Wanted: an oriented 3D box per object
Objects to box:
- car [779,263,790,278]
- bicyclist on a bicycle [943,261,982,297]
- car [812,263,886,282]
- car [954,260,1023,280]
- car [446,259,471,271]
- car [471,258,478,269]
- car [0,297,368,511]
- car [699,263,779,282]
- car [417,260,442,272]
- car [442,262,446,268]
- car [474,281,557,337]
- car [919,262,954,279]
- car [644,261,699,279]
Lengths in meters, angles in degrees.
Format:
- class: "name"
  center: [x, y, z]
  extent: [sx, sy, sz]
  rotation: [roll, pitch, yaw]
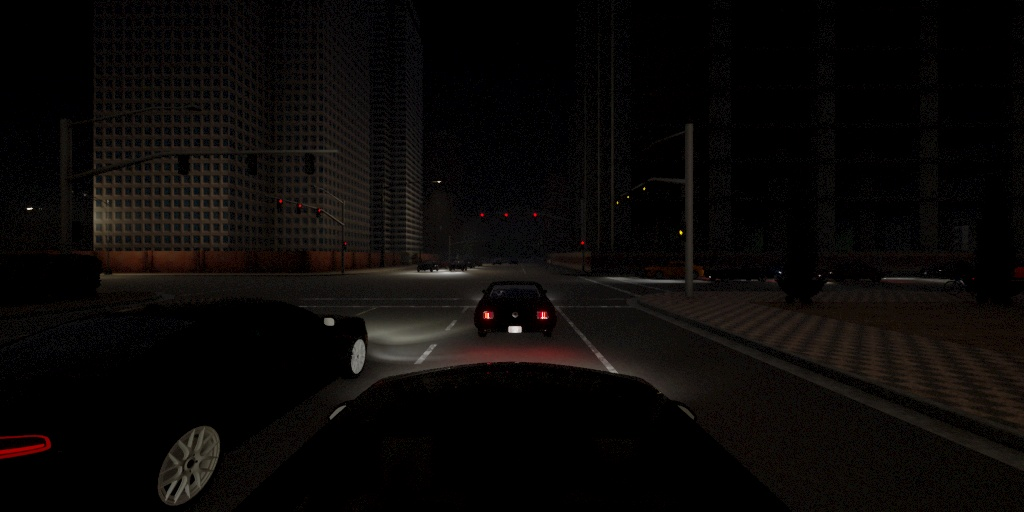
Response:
- class: "car"
  center: [24.149, 1.297, 31.890]
  extent: [5.357, 1.411, 2.033]
  rotation: [0, 0, 0]
- class: "bicyclist on a bicycle"
  center: [20.758, 1.051, 16.429]
  extent: [0.582, 1.620, 1.656]
  rotation: [0, 0, 0]
- class: "car"
  center: [26.691, 1.276, 28.364]
  extent: [4.674, 1.442, 1.812]
  rotation: [0, 0, 0]
- class: "car"
  center: [38.638, 1.106, 28.278]
  extent: [4.553, 1.767, 2.097]
  rotation: [0, 0, 1]
- class: "car"
  center: [-7.223, 1.351, 48.465]
  extent: [1.895, 1.301, 4.718]
  rotation: [0, 0, 1]
- class: "car"
  center: [-7.075, 1.255, 57.681]
  extent: [1.837, 1.490, 4.892]
  rotation: [0, 0, 1]
- class: "car"
  center: [-3.452, 1.228, 4.278]
  extent: [1.882, 1.535, 5.008]
  rotation: [0, 0, 1]
- class: "car"
  center: [17.909, 1.351, 28.430]
  extent: [4.718, 1.301, 1.895]
  rotation: [0, 0, 0]
- class: "car"
  center: [-10.755, 1.228, 46.115]
  extent: [1.882, 1.535, 5.008]
  rotation: [0, 0, 1]
- class: "car"
  center: [-10.618, 1.351, 55.457]
  extent: [1.895, 1.301, 4.718]
  rotation: [0, 0, 1]
- class: "car"
  center: [0.074, 1.351, 10.227]
  extent: [1.895, 1.301, 4.718]
  rotation: [0, 0, 0]
- class: "car"
  center: [39.143, 1.240, 31.774]
  extent: [4.902, 1.511, 2.128]
  rotation: [0, 0, 1]
- class: "car"
  center: [14.338, 1.228, 31.954]
  extent: [5.008, 1.535, 1.882]
  rotation: [0, 0, 0]
